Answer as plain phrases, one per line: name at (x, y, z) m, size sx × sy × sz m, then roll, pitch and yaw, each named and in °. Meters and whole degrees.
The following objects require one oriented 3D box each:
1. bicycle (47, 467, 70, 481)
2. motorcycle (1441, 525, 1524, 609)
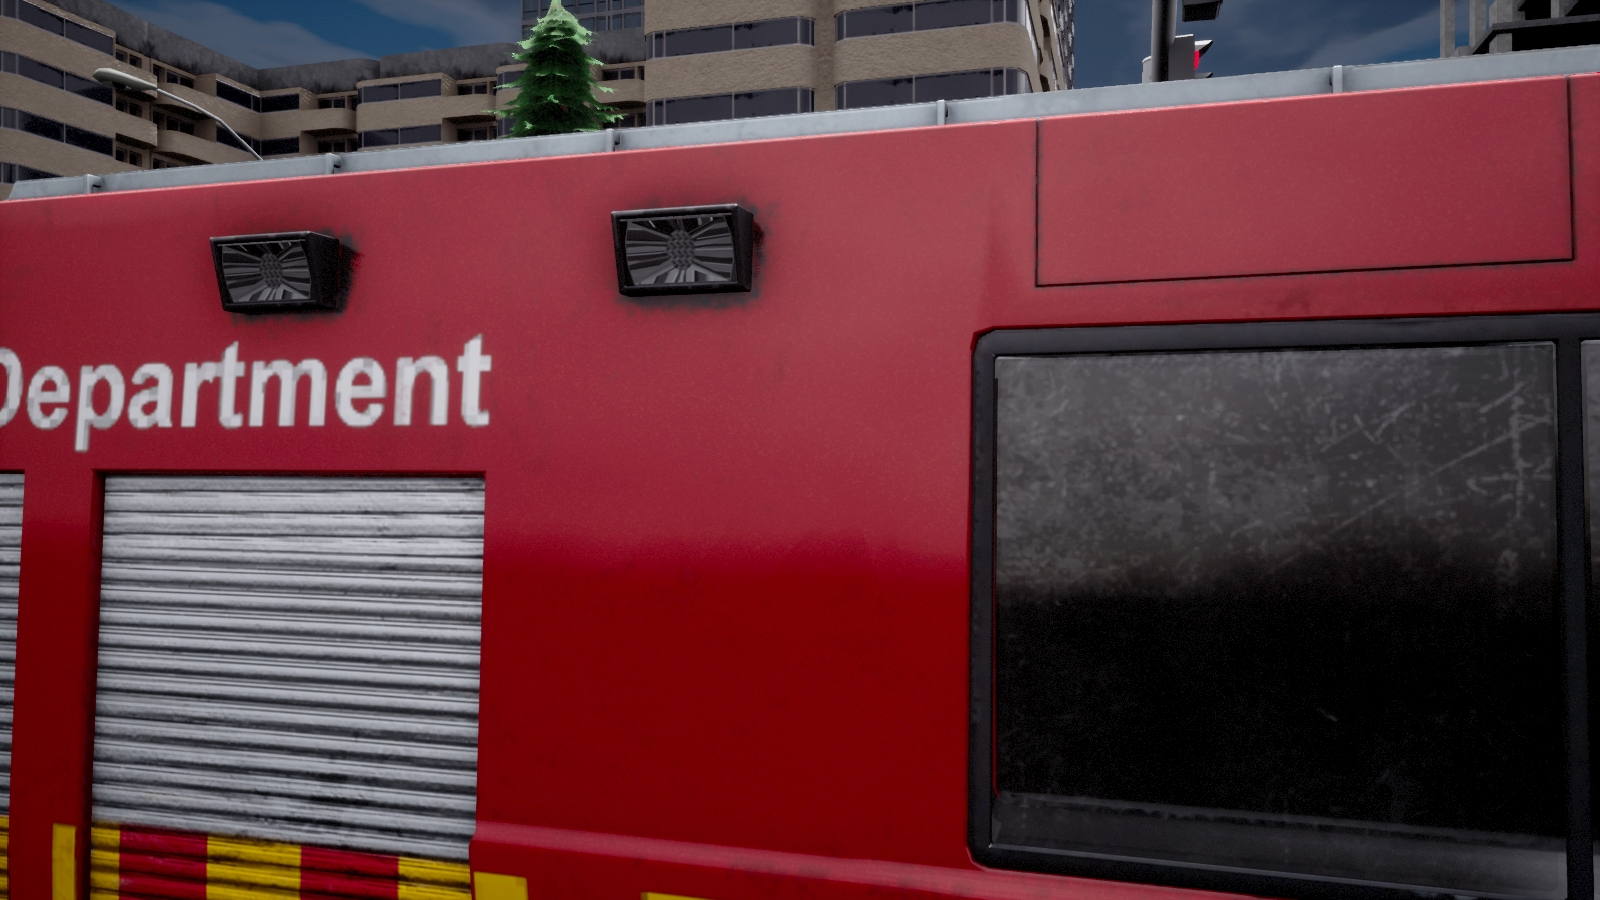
bicycle at (-65.142, 2.102, 100.377) m, size 1.487 × 1.276 × 0.859 m, roll 0°, pitch 0°, yaw 15°
motorcycle at (12.754, 2.155, 21.425) m, size 0.764 × 1.307 × 2.356 m, roll 0°, pitch 0°, yaw 16°
